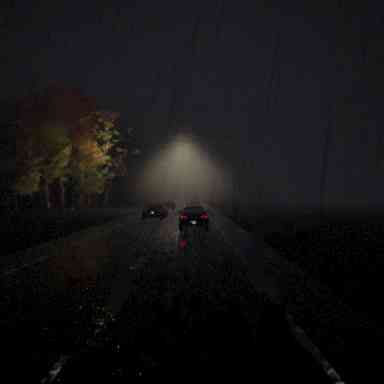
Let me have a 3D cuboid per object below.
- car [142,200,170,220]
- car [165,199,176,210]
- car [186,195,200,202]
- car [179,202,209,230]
[{"bbox_3d":[-3.370,1.741,30.336,1.994,1.385,4.181,0,0,0],"label":"car"},{"bbox_3d":[-3.352,1.784,48.986,1.837,1.490,4.892,0,0,0],"label":"car"},{"bbox_3d":[0.156,1.545,57.715,2.150,2.045,5.566,0,0,0],"label":"car"},{"bbox_3d":[0.122,1.657,22.072,1.812,1.442,4.674,0,0,0],"label":"car"}]
